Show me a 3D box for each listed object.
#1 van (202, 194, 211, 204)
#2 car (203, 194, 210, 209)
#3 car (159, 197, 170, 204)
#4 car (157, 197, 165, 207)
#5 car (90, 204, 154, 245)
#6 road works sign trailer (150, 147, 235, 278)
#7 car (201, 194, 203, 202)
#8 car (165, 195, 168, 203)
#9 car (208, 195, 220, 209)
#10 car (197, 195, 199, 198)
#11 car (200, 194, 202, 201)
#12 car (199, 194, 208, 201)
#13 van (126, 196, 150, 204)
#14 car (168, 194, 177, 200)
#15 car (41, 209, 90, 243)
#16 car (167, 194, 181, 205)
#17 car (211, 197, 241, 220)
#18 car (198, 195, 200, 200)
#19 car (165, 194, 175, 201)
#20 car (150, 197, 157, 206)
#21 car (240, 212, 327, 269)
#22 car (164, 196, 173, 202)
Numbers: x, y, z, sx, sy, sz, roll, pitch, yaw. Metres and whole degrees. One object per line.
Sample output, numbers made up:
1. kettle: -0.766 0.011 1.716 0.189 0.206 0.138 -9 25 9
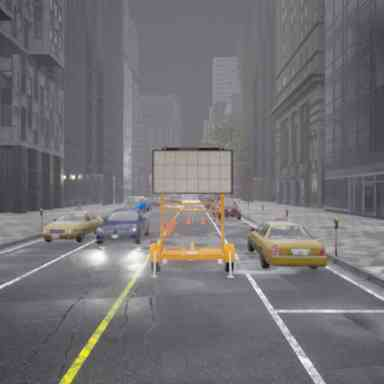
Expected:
1. van: 2.974 1.383 67.186 1.690 1.788 3.998 0 0 0
2. car: 2.935 1.318 44.628 2.192 1.841 5.009 0 0 0
3. car: -5.551 1.624 67.213 1.802 1.307 4.206 0 0 0
4. car: -5.581 1.452 50.296 1.967 1.590 4.097 0 0 0
5. car: -3.075 1.517 15.620 1.812 1.442 4.674 0 0 0
6. road works sign trailer: 0.016 0.459 10.108 2.380 3.560 2.880 0 0 0
7. car: 2.945 1.327 50.267 2.192 1.841 5.009 0 0 0
8. car: -5.571 1.567 55.934 1.887 1.381 4.507 0 0 0
9. car: 2.916 1.430 33.348 1.967 1.590 4.097 0 0 0
10. car: 3.002 1.653 84.103 1.947 1.339 4.313 0 0 0
11. car: 2.964 1.472 61.546 1.967 1.590 4.097 0 0 0
12. car: 3.012 1.423 89.744 2.192 1.841 5.009 0 0 0
13. van: -5.609 1.331 33.379 1.690 1.788 3.998 0 0 0
14. car: -5.504 1.445 95.407 2.192 1.841 5.009 0 0 0
15. car: -5.640 1.517 16.254 1.752 1.417 4.829 0 0 1
16. car: -2.980 1.377 57.907 2.097 1.767 4.553 0 0 0
17. car: 2.906 1.428 27.710 1.967 1.590 4.097 0 0 0
18. car: 2.993 1.649 78.465 1.802 1.307 4.206 0 0 0
19. car: -5.523 1.402 84.128 2.192 1.841 5.009 0 0 0
20. car: -5.600 1.560 39.017 1.947 1.339 4.313 0 0 0
21. car: 2.884 1.519 10.994 1.752 1.417 4.829 0 0 1
22. car: -5.533 1.592 78.320 1.752 1.417 4.829 0 0 0
